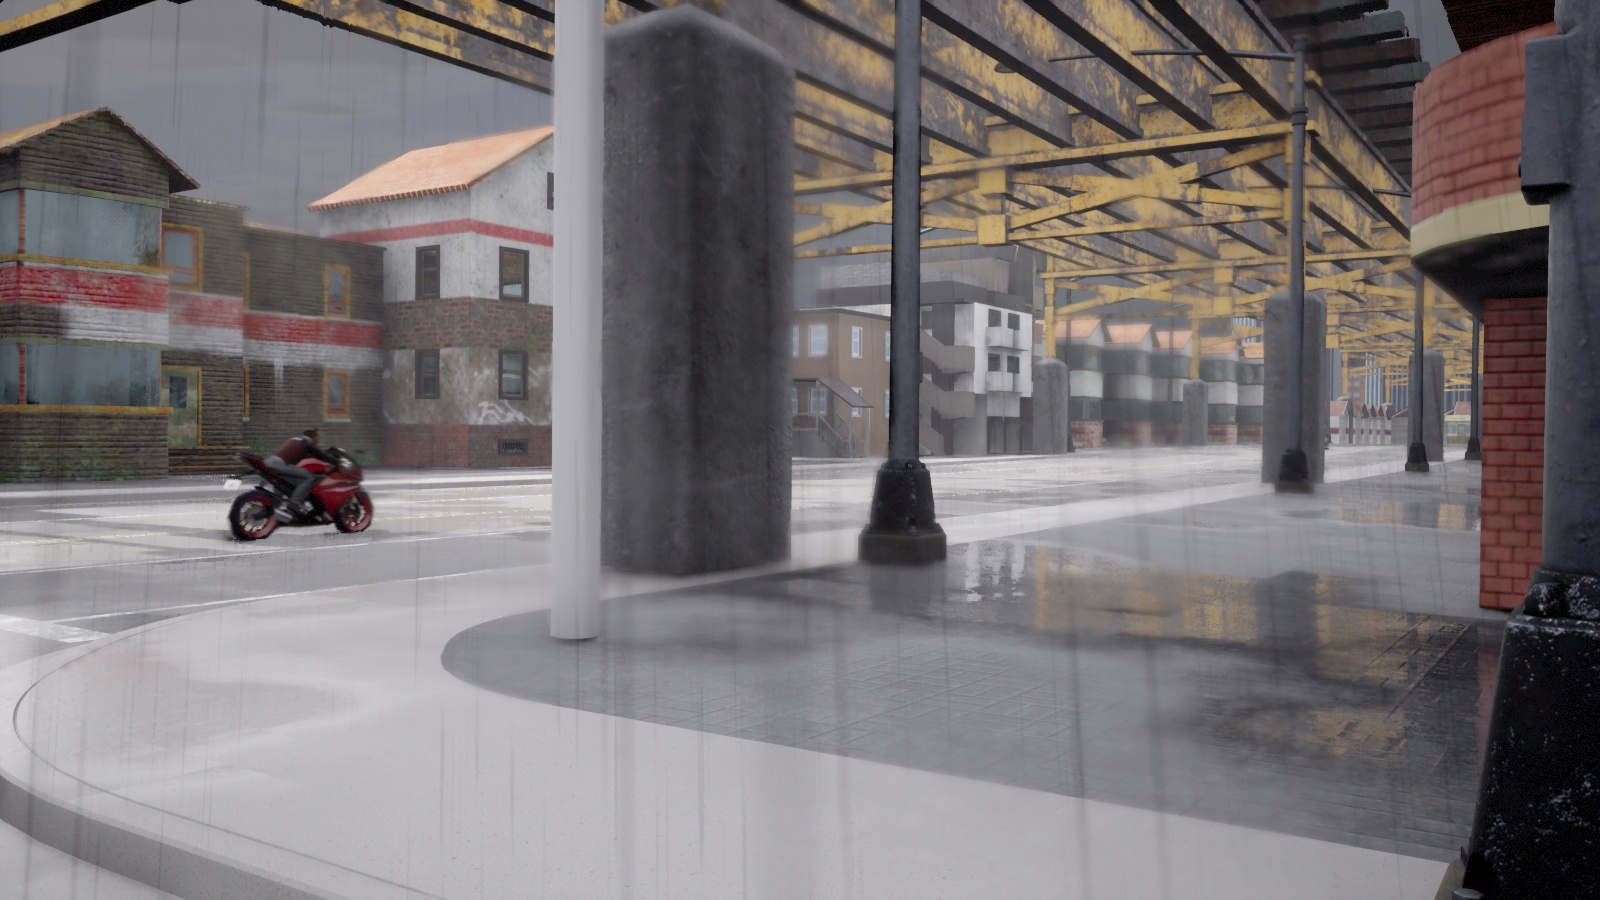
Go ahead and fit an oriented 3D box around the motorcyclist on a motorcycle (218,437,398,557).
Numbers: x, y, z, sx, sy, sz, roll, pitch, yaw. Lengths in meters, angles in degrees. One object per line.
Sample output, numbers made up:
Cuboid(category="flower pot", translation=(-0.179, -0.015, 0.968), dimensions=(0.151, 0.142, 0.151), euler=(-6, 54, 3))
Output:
Cuboid(category="motorcyclist on a motorcycle", translation=(-6.713, 0.592, 17.255), dimensions=(0.866, 1.530, 2.191), euler=(0, 1, 33))
